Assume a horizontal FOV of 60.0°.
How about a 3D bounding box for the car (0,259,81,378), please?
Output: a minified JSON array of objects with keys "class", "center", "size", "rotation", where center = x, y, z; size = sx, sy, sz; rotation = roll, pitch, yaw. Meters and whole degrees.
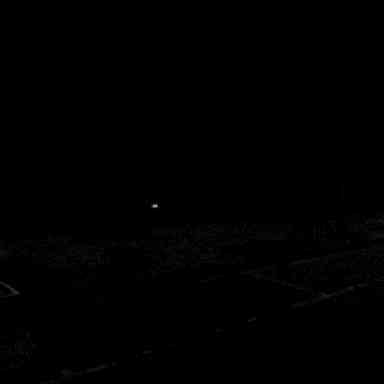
[{"class":"car","center":[-3.627,1.551,3.945],"size":[4.403,1.369,2.008],"rotation":[0,0,-36]}]
